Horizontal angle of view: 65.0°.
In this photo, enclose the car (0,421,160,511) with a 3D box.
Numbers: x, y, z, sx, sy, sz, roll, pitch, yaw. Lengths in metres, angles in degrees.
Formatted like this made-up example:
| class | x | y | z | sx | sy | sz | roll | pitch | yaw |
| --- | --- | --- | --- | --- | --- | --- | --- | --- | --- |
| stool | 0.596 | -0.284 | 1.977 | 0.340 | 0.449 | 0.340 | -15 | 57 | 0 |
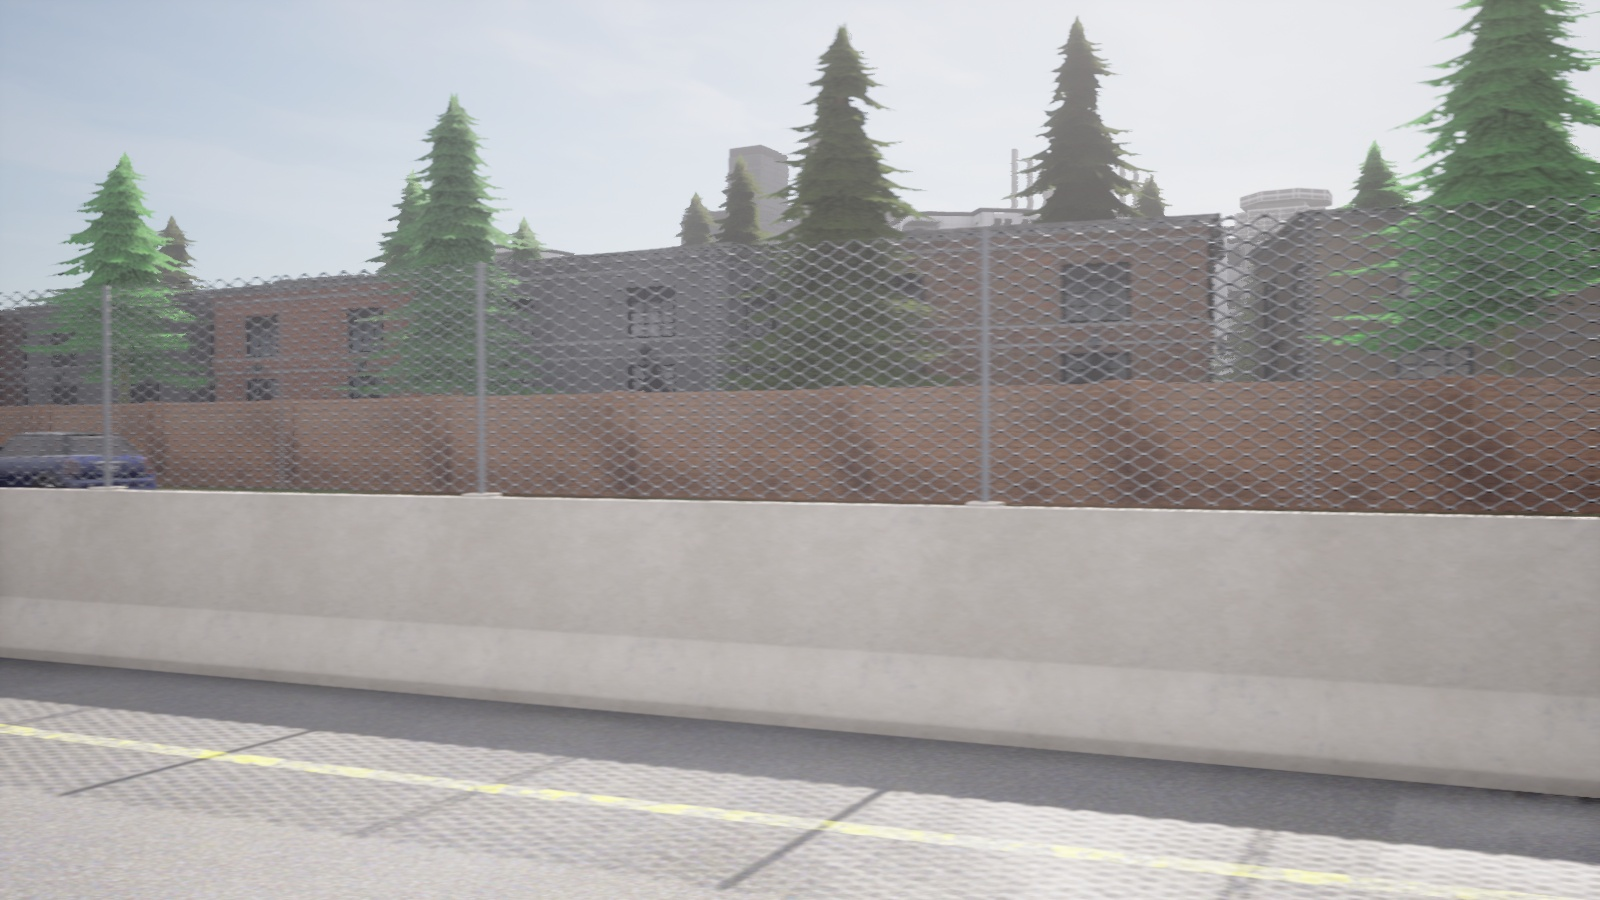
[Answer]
| class | x | y | z | sx | sy | sz | roll | pitch | yaw |
| --- | --- | --- | --- | --- | --- | --- | --- | --- | --- |
| car | -15.884 | 0.278 | 26.423 | 4.553 | 1.767 | 2.097 | 1 | 1 | 29 |
